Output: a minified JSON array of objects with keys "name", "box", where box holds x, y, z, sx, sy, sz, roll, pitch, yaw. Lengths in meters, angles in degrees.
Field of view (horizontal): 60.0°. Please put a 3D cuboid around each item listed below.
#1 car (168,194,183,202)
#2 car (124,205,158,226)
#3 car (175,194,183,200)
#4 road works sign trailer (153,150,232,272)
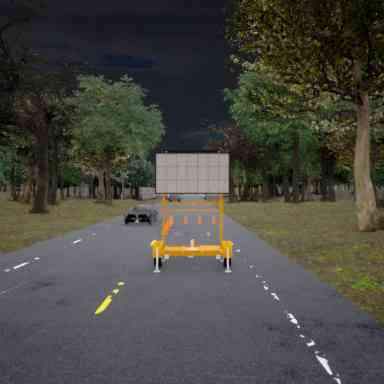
[{"name":"car","box":[-3.416,1.147,64.647,2.150,2.045,5.566,0,0,1]},{"name":"car","box":[-3.556,1.596,23.762,1.895,1.301,4.718,0,0,0]},{"name":"car","box":[-3.341,1.373,85.315,1.837,1.490,4.892,0,0,0]},{"name":"road works sign trailer","box":[0.019,0.464,10.721,2.380,3.560,2.880,0,0,0]}]
